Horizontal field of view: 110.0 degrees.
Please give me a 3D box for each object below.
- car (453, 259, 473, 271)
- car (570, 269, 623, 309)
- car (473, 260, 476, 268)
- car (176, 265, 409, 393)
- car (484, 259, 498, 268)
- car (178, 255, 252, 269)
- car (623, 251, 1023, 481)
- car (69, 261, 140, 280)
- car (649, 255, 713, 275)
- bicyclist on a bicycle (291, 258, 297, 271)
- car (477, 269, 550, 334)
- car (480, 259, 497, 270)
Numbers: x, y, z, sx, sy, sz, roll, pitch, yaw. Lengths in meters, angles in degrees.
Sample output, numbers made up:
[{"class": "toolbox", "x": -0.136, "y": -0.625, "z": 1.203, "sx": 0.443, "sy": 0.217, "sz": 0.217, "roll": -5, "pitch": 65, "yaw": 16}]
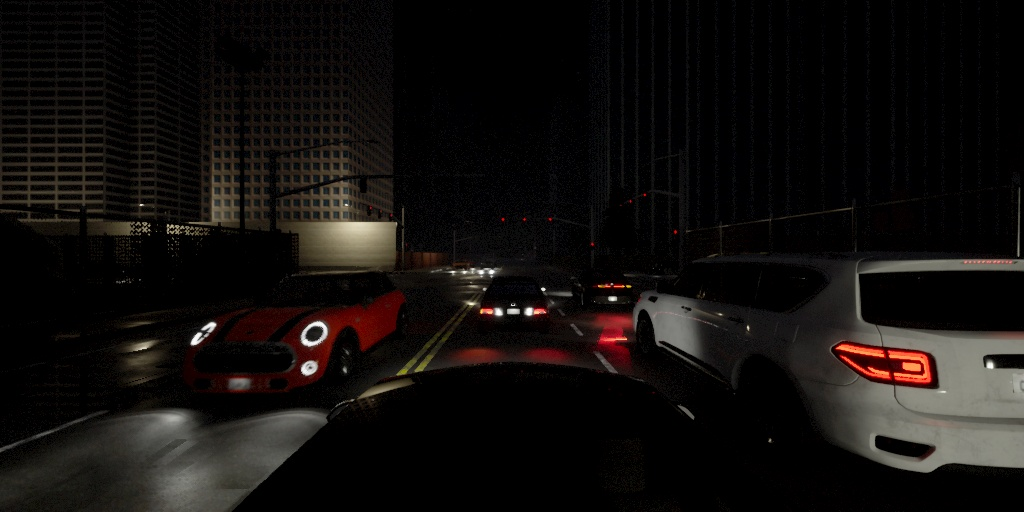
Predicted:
[{"class": "car", "x": -7.107, "y": 1.228, "z": 50.423, "sx": 1.882, "sy": 1.535, "sz": 5.008, "roll": 0, "pitch": 0, "yaw": 0}, {"class": "car", "x": 3.634, "y": 1.255, "z": 15.020, "sx": 1.837, "sy": 1.490, "sz": 4.892, "roll": 0, "pitch": 0, "yaw": 2}, {"class": "car", "x": -7.091, "y": 1.276, "z": 59.832, "sx": 1.812, "sy": 1.442, "sz": 4.674, "roll": 0, "pitch": 0, "yaw": 0}, {"class": "car", "x": -3.602, "y": 1.102, "z": 6.982, "sx": 2.097, "sy": 1.767, "sz": 4.553, "roll": 0, "pitch": 0, "yaw": 0}, {"class": "car", "x": -3.584, "y": 1.241, "z": 62.027, "sx": 2.128, "sy": 1.511, "sz": 4.902, "roll": 0, "pitch": 0, "yaw": 0}, {"class": "car", "x": -24.088, "y": 0.916, "z": 29.759, "sx": 5.566, "sy": 2.045, "sz": 2.150, "roll": 0, "pitch": 0, "yaw": 0}, {"class": "car", "x": 3.601, "y": 0.971, "z": 5.160, "sx": 2.150, "sy": 2.045, "sz": 5.566, "roll": 0, "pitch": 0, "yaw": 0}, {"class": "car", "x": -33.897, "y": 1.199, "z": 29.782, "sx": 4.892, "sy": 1.490, "sz": 1.837, "roll": 0, "pitch": 0, "yaw": 0}, {"class": "car", "x": 17.304, "y": 0.917, "z": 36.878, "sx": 5.566, "sy": 2.045, "sz": 2.150, "roll": 0, "pitch": 0, "yaw": 0}, {"class": "bicyclist on a bicycle", "x": -25.582, "y": 0.995, "z": 41.744, "sx": 0.582, "sy": 1.620, "sz": 1.656, "roll": 0, "pitch": 0, "yaw": 0}, {"class": "car", "x": 0.054, "y": 1.297, "z": 10.593, "sx": 2.033, "sy": 1.411, "sz": 5.357, "roll": 0, "pitch": 0, "yaw": 1}, {"class": "car", "x": -3.605, "y": 1.351, "z": 52.964, "sx": 1.895, "sy": 1.301, "sz": 4.718, "roll": 0, "pitch": 0, "yaw": 0}]
